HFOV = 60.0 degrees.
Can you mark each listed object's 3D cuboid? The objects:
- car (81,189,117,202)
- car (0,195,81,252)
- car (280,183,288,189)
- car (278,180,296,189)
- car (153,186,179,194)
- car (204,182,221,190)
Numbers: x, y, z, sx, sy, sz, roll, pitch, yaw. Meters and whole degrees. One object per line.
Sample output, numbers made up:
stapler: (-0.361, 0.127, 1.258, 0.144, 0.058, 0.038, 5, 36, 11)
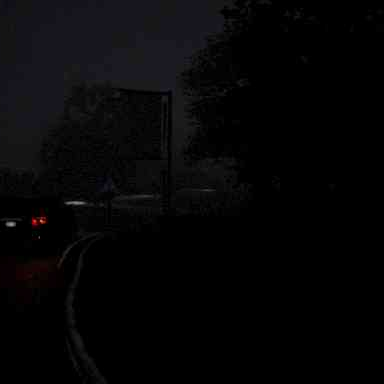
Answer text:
car: (-12.090, 0.388, 42.827, 2.033, 1.411, 5.357, 2, 4, 33)
car: (-6.333, 1.131, 13.620, 2.150, 2.045, 5.566, 0, 1, -8)
car: (17.343, -0.815, 59.004, 2.033, 1.411, 5.357, 2, 5, 34)
car: (19.672, -1.560, 68.953, 2.128, 1.511, 4.902, 2, 5, 33)
car: (-4.240, -0.360, 54.686, 1.895, 1.301, 4.718, 2, 5, 34)
car: (4.223, -1.333, 67.350, 1.812, 1.442, 4.674, 2, 5, 34)
